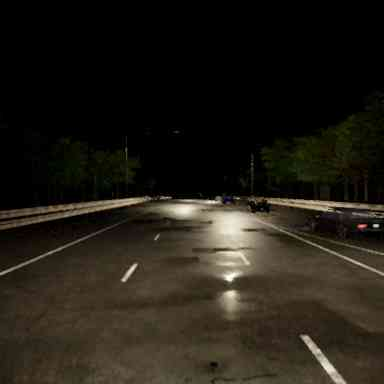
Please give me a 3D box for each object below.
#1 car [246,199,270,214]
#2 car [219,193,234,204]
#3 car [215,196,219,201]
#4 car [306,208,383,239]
[{"bbox_3d":[7.025,1.506,35.628,2.128,1.511,4.902,0,0,0],"label":"car"},{"bbox_3d":[7.079,1.297,66.032,2.150,2.045,5.566,0,0,0],"label":"car"},{"bbox_3d":[7.204,1.815,90.104,1.812,1.442,4.674,0,-1,0],"label":"car"},{"bbox_3d":[7.947,1.565,17.407,2.033,1.411,5.357,0,0,-7],"label":"car"}]
